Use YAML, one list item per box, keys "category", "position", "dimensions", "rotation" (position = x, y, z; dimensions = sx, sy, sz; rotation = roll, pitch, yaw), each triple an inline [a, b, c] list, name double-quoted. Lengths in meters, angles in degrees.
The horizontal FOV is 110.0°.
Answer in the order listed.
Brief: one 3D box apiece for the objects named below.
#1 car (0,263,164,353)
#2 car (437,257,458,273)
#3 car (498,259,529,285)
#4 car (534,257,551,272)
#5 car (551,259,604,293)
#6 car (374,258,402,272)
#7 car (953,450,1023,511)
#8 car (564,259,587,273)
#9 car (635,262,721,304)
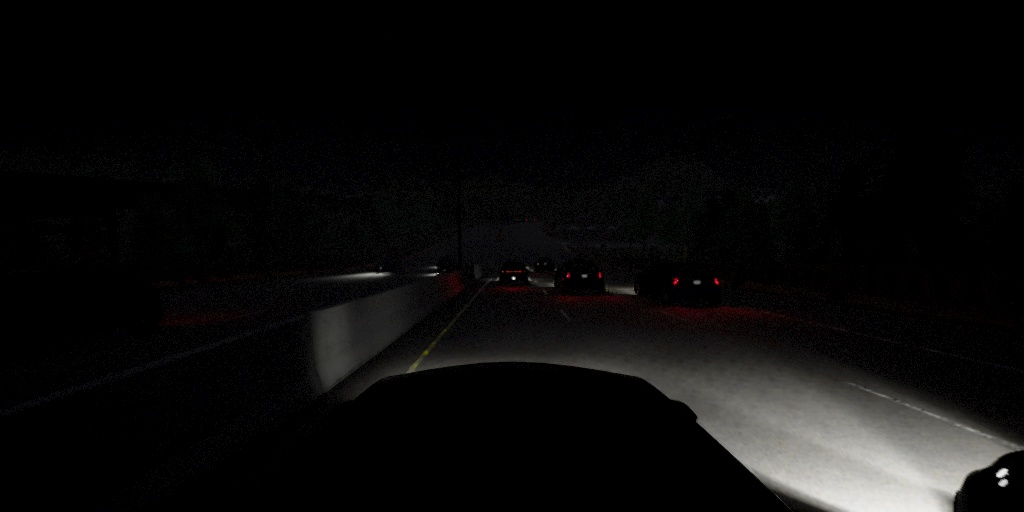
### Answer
- category: "car"
  position: [-10.593, 1.070, 7.831]
  dimensions: [2.097, 1.767, 4.553]
  rotation: [0, 0, 0]
- category: "car"
  position: [-6.999, 1.094, 40.307]
  dimensions: [2.033, 1.411, 5.357]
  rotation: [0, 0, 0]
- category: "car"
  position: [0.108, 1.133, 24.613]
  dimensions: [1.837, 1.490, 4.892]
  rotation: [0, 0, 0]
- category: "car"
  position: [3.614, 0.896, 41.087]
  dimensions: [2.097, 1.767, 4.553]
  rotation: [0, 0, 0]
- category: "car"
  position: [3.606, 1.008, 19.917]
  dimensions: [2.097, 1.767, 4.553]
  rotation: [0, 0, 0]
- category: "car"
  position: [-14.028, 1.036, 40.850]
  dimensions: [2.128, 1.511, 4.902]
  rotation: [0, 0, 1]
- category: "car"
  position: [3.599, 1.320, 0.322]
  dimensions: [1.994, 1.385, 4.181]
  rotation: [0, 0, 0]
- category: "car"
  position: [7.114, 1.048, 40.600]
  dimensions: [1.837, 1.490, 4.892]
  rotation: [0, 0, 0]
- category: "car"
  position: [7.105, 1.029, 15.877]
  dimensions: [2.097, 1.767, 4.553]
  rotation: [0, 0, 0]
